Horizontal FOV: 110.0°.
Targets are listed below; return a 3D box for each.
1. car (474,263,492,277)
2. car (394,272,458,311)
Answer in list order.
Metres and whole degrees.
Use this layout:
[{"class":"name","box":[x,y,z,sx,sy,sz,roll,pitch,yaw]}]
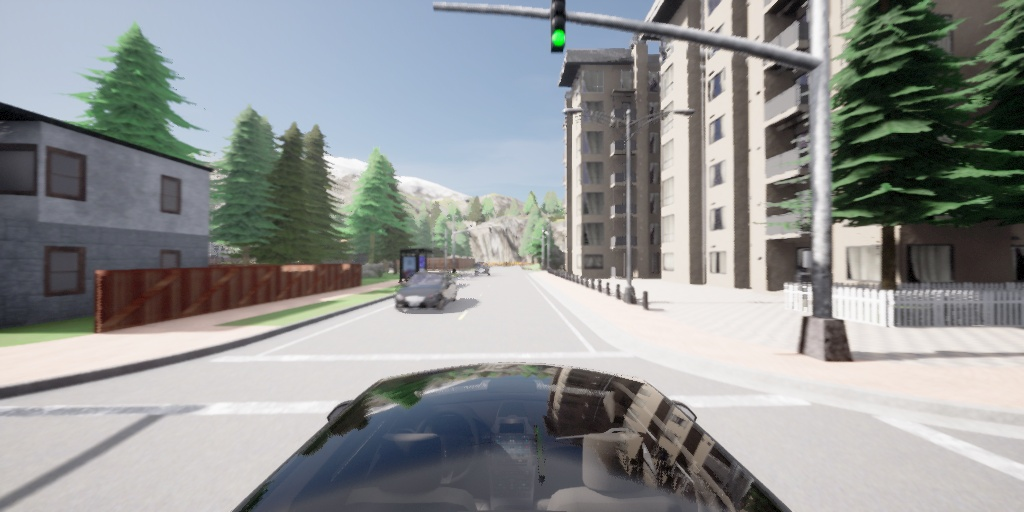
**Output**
[{"class":"car","box":[-3.487,1.569,43.218,2.128,1.511,4.902,0,-1,0]},{"class":"car","box":[-3.497,1.452,15.340,2.128,1.511,4.902,0,0,0]}]
